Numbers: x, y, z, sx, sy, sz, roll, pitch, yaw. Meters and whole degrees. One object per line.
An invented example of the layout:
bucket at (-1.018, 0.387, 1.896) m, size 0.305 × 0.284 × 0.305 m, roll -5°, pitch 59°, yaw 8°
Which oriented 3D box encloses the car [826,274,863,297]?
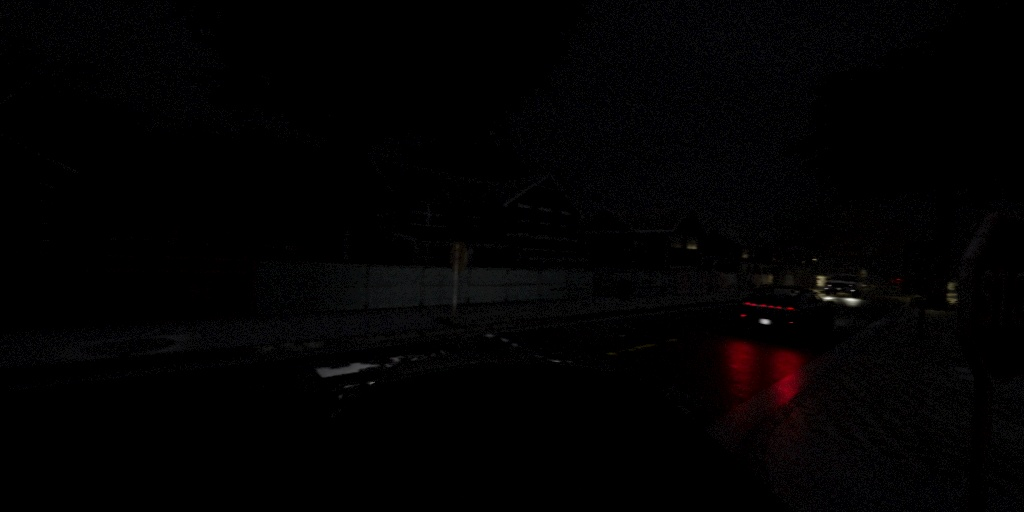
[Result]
car at (32.044, 2.767, 34.570) m, size 5.566 × 2.045 × 2.150 m, roll 3°, pitch 0°, yaw -40°

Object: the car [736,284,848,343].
car at (9.158, 1.777, 11.888) m, size 4.902 × 1.511 × 2.128 m, roll 3°, pitch 0°, yaw -40°
